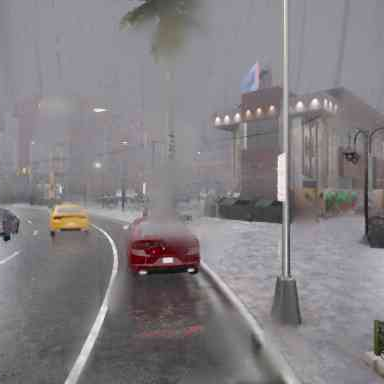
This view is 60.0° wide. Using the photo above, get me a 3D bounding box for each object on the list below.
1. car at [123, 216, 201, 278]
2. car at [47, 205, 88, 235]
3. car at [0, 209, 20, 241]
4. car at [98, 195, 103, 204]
[{"bbox_3d":[-1.082,1.475,10.345,1.882,1.535,5.008,0,0,-12],"label":"car"},{"bbox_3d":[-7.163,1.470,19.117,1.882,1.535,5.008,0,0,-24],"label":"car"},{"bbox_3d":[-9.715,1.538,16.337,2.033,1.411,5.357,0,0,-22],"label":"car"},{"bbox_3d":[-14.576,1.238,56.454,4.553,1.767,2.185,0,0,42],"label":"car"}]
